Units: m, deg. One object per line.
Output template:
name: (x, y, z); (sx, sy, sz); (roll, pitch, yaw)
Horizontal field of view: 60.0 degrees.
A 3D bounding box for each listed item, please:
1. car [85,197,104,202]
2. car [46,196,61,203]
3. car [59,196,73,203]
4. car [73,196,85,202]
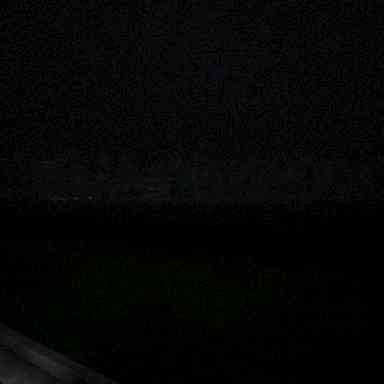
car: (-24.767, 2.200, 85.135); (1.994, 1.385, 4.181); (-1, 0, 12)
car: (-35.017, 1.961, 87.425); (2.150, 2.045, 5.566); (-1, 0, 12)
car: (-31.686, 2.306, 86.263); (1.895, 1.301, 4.718); (-1, 0, 12)
car: (-28.083, 2.028, 86.359); (2.097, 1.767, 4.553); (-1, 0, 12)
